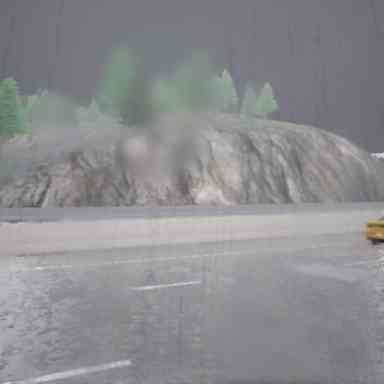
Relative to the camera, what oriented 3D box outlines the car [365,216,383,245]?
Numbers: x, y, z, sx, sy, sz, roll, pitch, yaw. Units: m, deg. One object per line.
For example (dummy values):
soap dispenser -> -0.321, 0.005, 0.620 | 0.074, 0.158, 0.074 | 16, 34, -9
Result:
car -> 10.290, 1.693, 15.488 | 5.008, 1.535, 1.882 | 0, -1, -27
